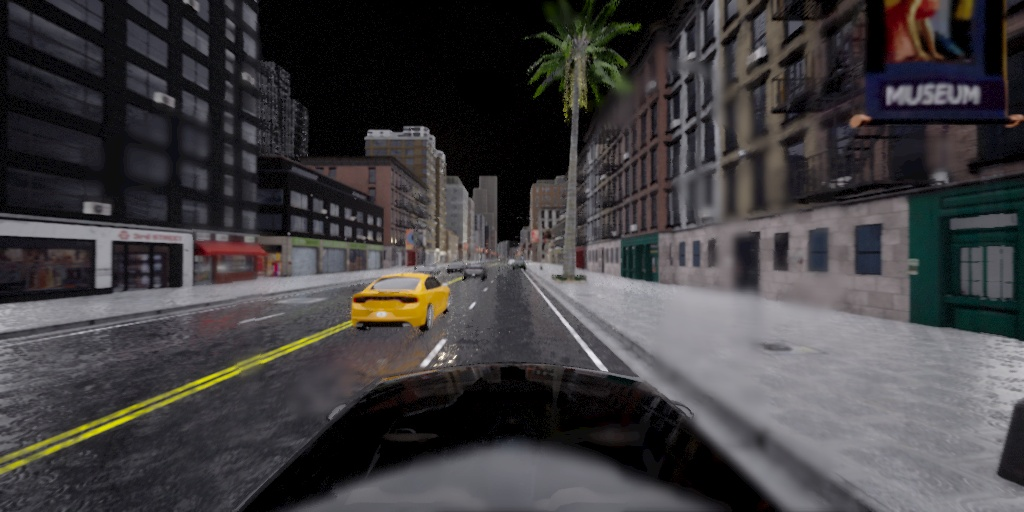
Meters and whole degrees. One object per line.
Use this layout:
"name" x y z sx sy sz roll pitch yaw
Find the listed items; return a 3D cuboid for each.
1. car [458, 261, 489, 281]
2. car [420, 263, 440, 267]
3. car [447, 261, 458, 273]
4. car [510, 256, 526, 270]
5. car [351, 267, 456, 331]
"car" -3.148 1.352 31.685 2.128 1.511 4.902 0 0 0
"car" -9.831 1.502 42.307 1.895 1.301 4.718 0 0 0
"car" -6.578 1.410 43.028 1.837 1.490 4.892 0 -1 0
"car" 1.142 1.301 55.744 2.097 1.767 4.553 0 0 0
"car" -3.151 1.262 11.137 1.882 1.535 5.008 0 0 0
